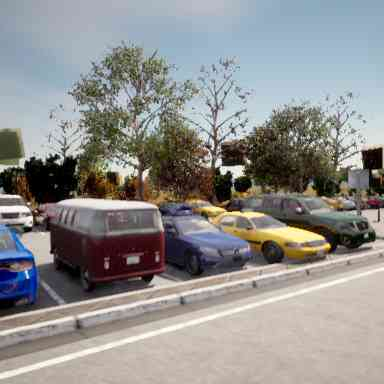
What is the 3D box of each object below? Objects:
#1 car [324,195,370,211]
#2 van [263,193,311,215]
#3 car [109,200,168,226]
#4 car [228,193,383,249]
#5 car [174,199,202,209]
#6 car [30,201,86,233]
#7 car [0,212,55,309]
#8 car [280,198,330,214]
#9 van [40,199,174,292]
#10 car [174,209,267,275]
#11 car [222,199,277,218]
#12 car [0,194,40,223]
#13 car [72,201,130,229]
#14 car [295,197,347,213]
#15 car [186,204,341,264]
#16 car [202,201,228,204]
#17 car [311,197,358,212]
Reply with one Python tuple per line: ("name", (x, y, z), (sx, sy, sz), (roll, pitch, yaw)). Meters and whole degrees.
("car", (18.615, 1.226, 40.034), (2.185, 1.767, 4.553), (0, 0, -36))
("van", (9.535, 1.149, 33.643), (1.878, 1.987, 4.442), (0, 0, -36))
("car", (-3.945, 1.415, 23.865), (2.231, 1.521, 4.892), (0, 0, -36))
("car", (4.392, 1.164, 13.705), (2.435, 2.045, 5.566), (0, 0, -36))
("car", (-1.701, 1.437, 25.498), (2.163, 1.488, 4.792), (0, 0, -36))
("car", (-8.459, 1.427, 20.634), (2.097, 1.535, 5.008), (0, 0, -36))
("car", (-4.741, 1.442, 7.200), (2.097, 1.535, 5.008), (0, 0, -36))
("car", (11.862, 1.409, 35.160), (2.002, 1.452, 4.674), (0, 0, -36))
("van", (-2.532, 1.210, 8.930), (1.878, 1.987, 4.442), (0, 0, -36))
("car", (-0.185, 1.469, 10.468), (2.002, 1.452, 4.674), (0, 0, -36))
("car", (5.106, 1.418, 30.296), (2.163, 1.488, 4.792), (0, 0, -36))
("car", (-10.698, 1.182, 18.991), (2.435, 2.045, 5.566), (0, 0, -36))
("car", (-6.202, 1.420, 22.249), (2.097, 1.535, 5.008), (0, 0, -36))
("car", (14.122, 1.363, 36.775), (2.097, 1.535, 5.008), (0, 0, -36))
("car", (2.204, 1.419, 11.946), (1.946, 1.575, 5.366), (0, 0, -36))
("car", (0.681, 1.398, 26.938), (1.946, 1.575, 5.366), (0, 0, -36))
("car", (16.377, 1.397, 38.392), (2.002, 1.452, 4.674), (0, 0, -36))
